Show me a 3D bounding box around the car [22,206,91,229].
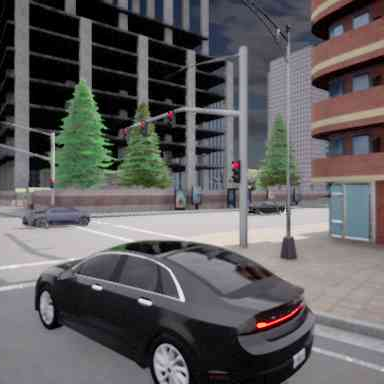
[{"bbox_3d":[-8.944,1.627,22.164,4.181,1.385,1.994,1,-1,-35],"label":"car"}]

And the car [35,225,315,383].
[{"bbox_3d":[-0.677,1.508,5.137,4.892,1.490,1.837,0,0,42],"label":"car"}]

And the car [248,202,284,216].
[{"bbox_3d":[7.059,1.672,33.501,4.718,1.301,1.895,0,0,-35],"label":"car"}]
